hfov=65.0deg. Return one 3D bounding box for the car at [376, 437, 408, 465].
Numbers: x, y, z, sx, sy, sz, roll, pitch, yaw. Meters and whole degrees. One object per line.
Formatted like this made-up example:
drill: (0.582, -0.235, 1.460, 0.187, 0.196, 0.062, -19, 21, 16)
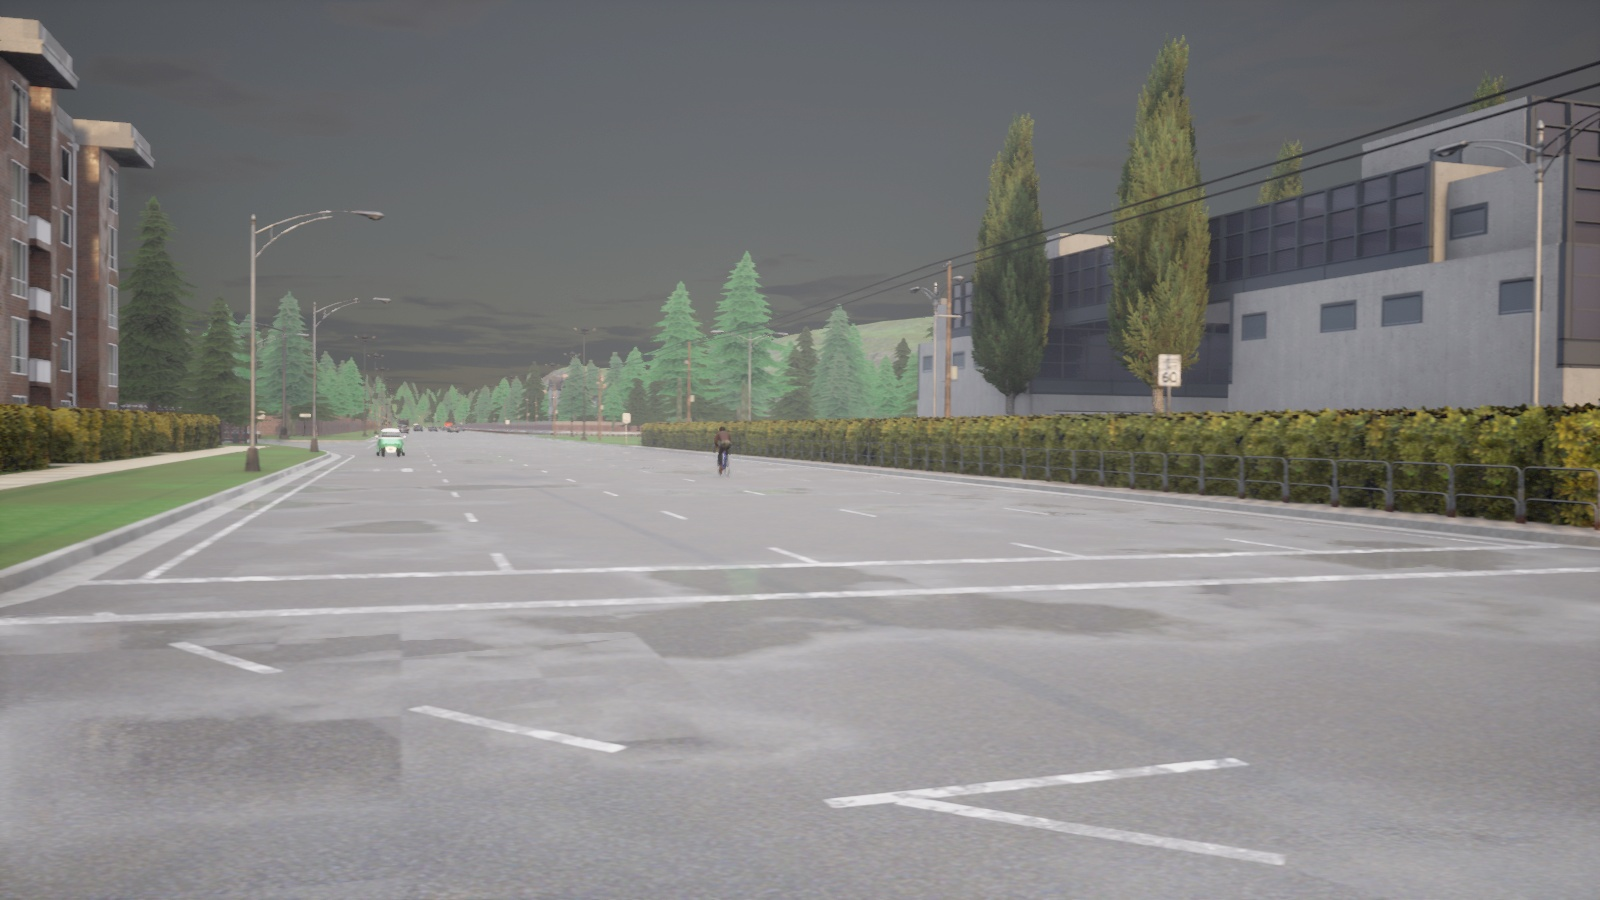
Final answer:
car: (-20.523, 0.045, 63.191, 1.481, 1.376, 2.207, -1, 1, -18)
